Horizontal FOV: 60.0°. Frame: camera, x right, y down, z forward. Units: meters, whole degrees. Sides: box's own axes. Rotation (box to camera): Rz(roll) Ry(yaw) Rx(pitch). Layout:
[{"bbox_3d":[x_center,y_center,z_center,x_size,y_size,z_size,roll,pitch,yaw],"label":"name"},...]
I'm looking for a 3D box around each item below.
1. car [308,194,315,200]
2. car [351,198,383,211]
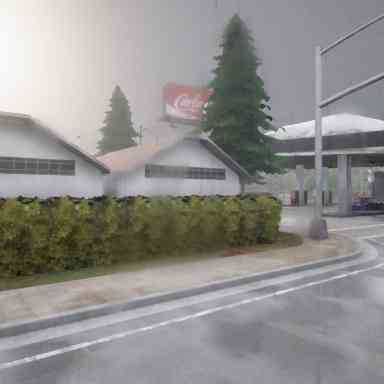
[{"bbox_3d":[31.789,1.330,88.849,2.152,1.636,5.027,0,0,-36],"label":"car"},{"bbox_3d":[20.782,1.480,39.342,4.611,1.667,2.242,0,0,-36],"label":"car"}]
